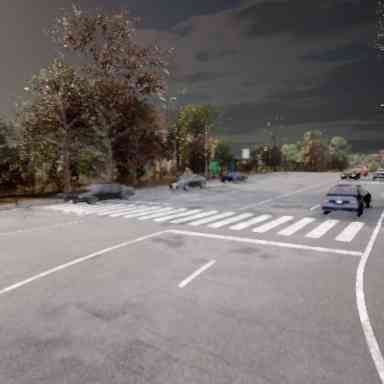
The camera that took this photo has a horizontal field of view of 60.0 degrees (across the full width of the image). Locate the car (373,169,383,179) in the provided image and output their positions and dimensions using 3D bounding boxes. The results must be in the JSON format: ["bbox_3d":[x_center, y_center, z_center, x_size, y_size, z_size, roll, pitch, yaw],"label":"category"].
[{"bbox_3d":[23.724,-2.207,41.499,2.033,1.411,5.357,2,6,33],"label":"car"}]

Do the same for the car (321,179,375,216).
[{"bbox_3d":[8.235,0.304,17.587,2.033,1.411,5.357,2,6,33],"label":"car"}]

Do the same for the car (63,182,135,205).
[{"bbox_3d":[-6.412,0.013,23.777,2.033,1.411,5.357,2,6,33],"label":"car"}]

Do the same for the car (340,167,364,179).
[{"bbox_3d":[20.570,-2.235,43.073,1.895,1.301,4.718,2,6,33],"label":"car"}]

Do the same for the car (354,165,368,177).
[{"bbox_3d":[25.741,-3.336,51.115,2.097,1.767,4.553,2,6,33],"label":"car"}]

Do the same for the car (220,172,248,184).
[{"bbox_3d":[5.324,-1.807,41.834,1.895,1.301,4.718,2,6,33],"label":"car"}]

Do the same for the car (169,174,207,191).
[{"bbox_3d":[-0.357,-0.993,33.104,2.128,1.511,4.902,2,6,33],"label":"car"}]
